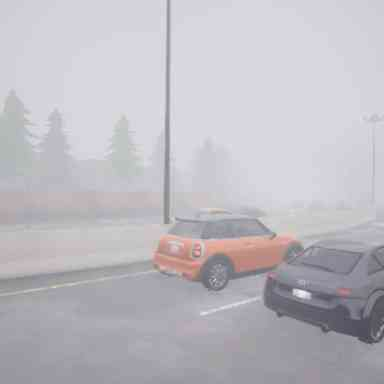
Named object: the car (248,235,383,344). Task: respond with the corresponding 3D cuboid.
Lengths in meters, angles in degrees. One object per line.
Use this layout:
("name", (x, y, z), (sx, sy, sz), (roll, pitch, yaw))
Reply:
("car", (3.320, 1.649, 6.668), (4.181, 1.385, 1.994), (1, -1, -40))

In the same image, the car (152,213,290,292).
("car", (1.210, 1.439, 9.466), (4.553, 1.767, 2.097), (1, -1, -39))

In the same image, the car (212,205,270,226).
("car", (4.129, 1.808, 27.034), (2.033, 1.411, 5.357), (0, -1, 42))

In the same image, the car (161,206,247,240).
("car", (0.804, 1.637, 18.665), (5.008, 1.535, 1.882), (1, -1, -44))
